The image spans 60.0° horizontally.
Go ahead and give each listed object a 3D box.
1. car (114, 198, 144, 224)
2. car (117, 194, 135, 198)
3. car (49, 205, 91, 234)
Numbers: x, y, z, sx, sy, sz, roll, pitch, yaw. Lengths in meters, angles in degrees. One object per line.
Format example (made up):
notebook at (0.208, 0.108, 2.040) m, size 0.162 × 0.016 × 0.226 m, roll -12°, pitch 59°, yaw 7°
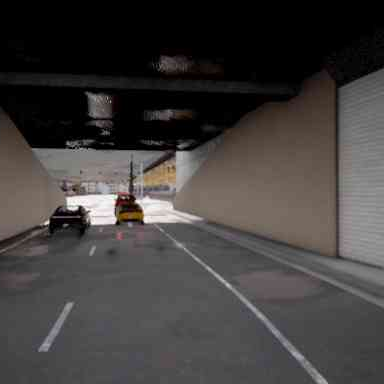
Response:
car at (-4.679, 1.495, 24.818) m, size 1.882 × 1.535 × 5.008 m, roll 0°, pitch 0°, yaw -13°
car at (-6.895, 1.248, 34.553) m, size 2.150 × 2.045 × 5.566 m, roll 0°, pitch 0°, yaw -13°
car at (-7.099, 1.519, 19.634) m, size 2.128 × 1.511 × 4.902 m, roll 0°, pitch 0°, yaw -13°
